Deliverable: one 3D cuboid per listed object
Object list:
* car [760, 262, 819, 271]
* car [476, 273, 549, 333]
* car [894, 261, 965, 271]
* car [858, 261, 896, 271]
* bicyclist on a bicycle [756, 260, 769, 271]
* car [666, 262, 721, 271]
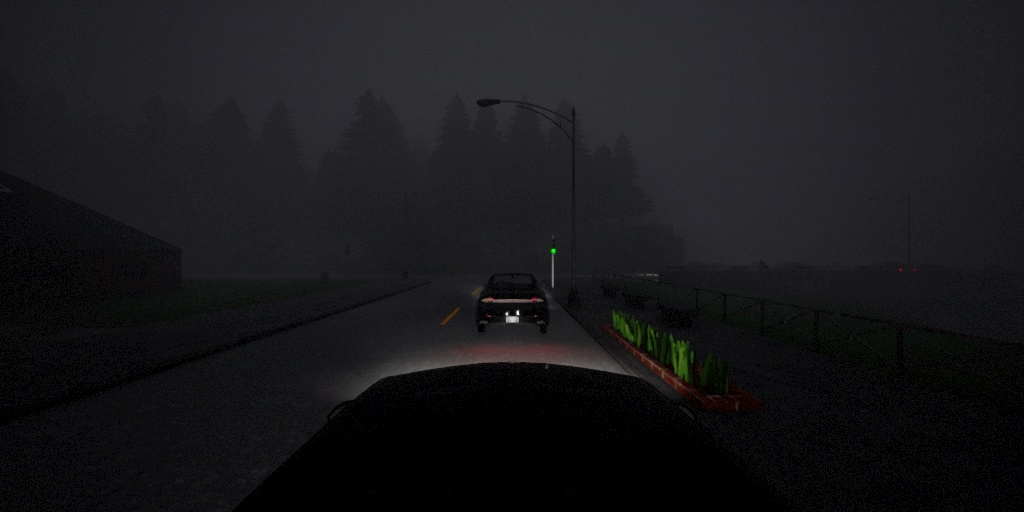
[{"bbox_3d":[29.854,1.346,38.708,5.357,1.411,2.033,0,0,0],"label":"car"},{"bbox_3d":[0.023,1.254,10.723,2.128,1.511,4.902,0,0,0],"label":"car"},{"bbox_3d":[40.441,1.394,34.587,4.718,1.301,1.895,0,0,0],"label":"car"},{"bbox_3d":[40.321,1.276,38.665,5.008,1.535,1.882,0,0,0],"label":"car"},{"bbox_3d":[21.203,1.137,30.329,0.582,1.620,1.656,0,0,0],"label":"bicyclist on a bicycle"},{"bbox_3d":[19.554,1.346,38.730,5.357,1.411,2.033,0,0,0],"label":"car"}]
